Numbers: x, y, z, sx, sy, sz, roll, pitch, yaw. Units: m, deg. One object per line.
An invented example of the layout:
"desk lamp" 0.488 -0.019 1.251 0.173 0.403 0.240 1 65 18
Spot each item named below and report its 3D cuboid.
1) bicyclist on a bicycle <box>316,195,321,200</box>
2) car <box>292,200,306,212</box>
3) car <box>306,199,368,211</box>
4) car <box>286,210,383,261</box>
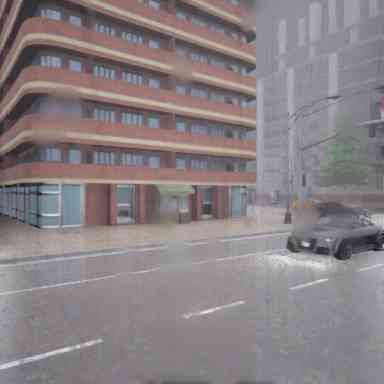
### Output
"bicyclist on a bicycle" 17.784 1.301 46.920 1.656 1.620 0.582 0 0 -36
"car" 12.563 1.478 33.786 1.882 1.535 5.008 0 0 -36
"car" 12.342 1.504 27.792 1.837 1.490 4.892 0 0 -33
"car" 5.409 1.564 12.331 4.181 1.385 1.994 0 0 -37
